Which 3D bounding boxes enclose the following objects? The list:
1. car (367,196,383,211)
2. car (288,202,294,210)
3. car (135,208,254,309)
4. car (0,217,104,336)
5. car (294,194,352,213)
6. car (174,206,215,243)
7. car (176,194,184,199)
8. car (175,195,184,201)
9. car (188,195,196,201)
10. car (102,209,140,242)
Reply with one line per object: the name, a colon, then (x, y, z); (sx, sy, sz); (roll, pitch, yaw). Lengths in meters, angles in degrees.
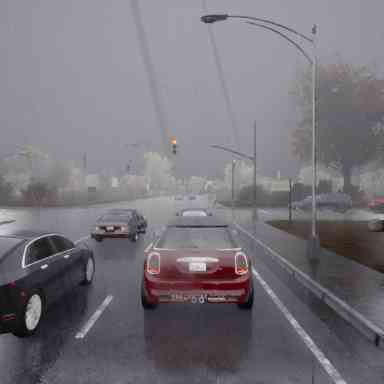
car: (23.854, 1.211, 39.372); (5.566, 2.045, 2.150); (0, 0, 3)
car: (14.020, 1.505, 39.913); (4.892, 1.490, 1.837); (0, 0, 3)
car: (0.106, 1.352, 8.049); (2.097, 1.767, 4.553); (0, 0, 0)
car: (-3.393, 1.505, 6.636); (1.837, 1.490, 4.892); (0, 0, 0)
car: (14.496, 1.221, 36.377); (5.566, 2.045, 2.150); (0, 0, 3)
car: (0.114, 1.526, 17.089); (1.812, 1.442, 4.674); (0, 0, 0)
car: (-3.376, 1.402, 95.317); (1.994, 1.385, 4.181); (0, 0, 1)
car: (-3.424, 1.544, 85.290); (1.994, 1.385, 4.181); (0, 0, 0)
car: (0.074, 1.500, 84.967); (1.837, 1.490, 4.892); (0, 0, 0)
car: (-3.388, 1.547, 16.294); (2.033, 1.411, 5.357); (0, 0, 0)
